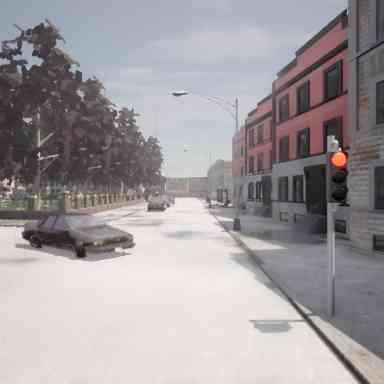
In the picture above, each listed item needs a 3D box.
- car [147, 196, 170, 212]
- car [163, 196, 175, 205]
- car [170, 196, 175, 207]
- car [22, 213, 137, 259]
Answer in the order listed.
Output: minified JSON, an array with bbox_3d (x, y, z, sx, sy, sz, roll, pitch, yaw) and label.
[{"bbox_3d":[-4.087,1.478,39.363,1.882,1.535,5.008,0,0,0],"label":"car"},{"bbox_3d":[-4.050,1.505,59.662,1.837,1.490,4.892,0,0,0],"label":"car"},{"bbox_3d":[-4.083,1.547,49.263,2.033,1.411,5.357,0,0,0],"label":"car"},{"bbox_3d":[-4.562,1.547,12.901,5.357,1.411,2.033,0,0,38],"label":"car"}]
